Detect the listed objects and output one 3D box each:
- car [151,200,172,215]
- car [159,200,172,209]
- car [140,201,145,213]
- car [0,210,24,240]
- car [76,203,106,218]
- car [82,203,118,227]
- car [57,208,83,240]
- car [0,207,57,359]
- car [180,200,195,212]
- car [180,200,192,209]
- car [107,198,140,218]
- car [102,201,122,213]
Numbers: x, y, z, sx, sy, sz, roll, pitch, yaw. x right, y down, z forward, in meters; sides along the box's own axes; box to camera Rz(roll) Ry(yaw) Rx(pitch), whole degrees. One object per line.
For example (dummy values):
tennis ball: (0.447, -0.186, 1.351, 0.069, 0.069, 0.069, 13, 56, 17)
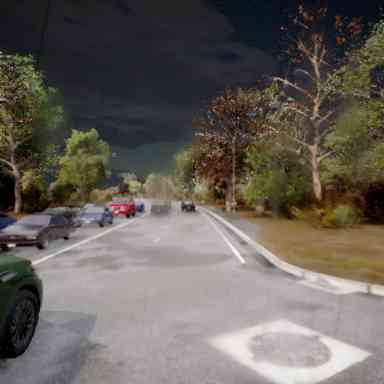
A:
car: (-3.730, 1.911, 39.440, 1.882, 1.535, 5.008, 0, -1, -1)
car: (-4.520, 2.122, 57.488, 2.128, 1.511, 4.902, 0, -1, -3)
car: (-7.515, 1.972, 45.028, 1.882, 1.535, 5.008, 0, -1, -1)
car: (-10.618, 1.712, 16.919, 1.812, 1.442, 4.674, 0, -1, 0)
car: (-10.783, 1.920, 35.859, 1.812, 1.442, 4.674, 0, -1, -1)
car: (-7.172, 1.802, 25.094, 1.812, 1.442, 4.674, 0, -1, 0)
car: (-7.084, 1.720, 15.635, 2.033, 1.411, 5.357, 0, -1, -1)
car: (-3.406, 1.256, 2.930, 2.150, 2.045, 5.566, 0, 0, -1)
car: (-0.562, 1.997, 47.238, 1.882, 1.535, 5.008, 0, -1, -2)
car: (-1.055, 2.156, 57.383, 1.812, 1.442, 4.674, 0, -1, -3)
car: (-7.275, 1.606, 34.993, 2.150, 2.045, 5.566, 0, -1, -1)
car: (-11.028, 2.011, 46.118, 1.837, 1.490, 4.892, 0, -1, -2)
